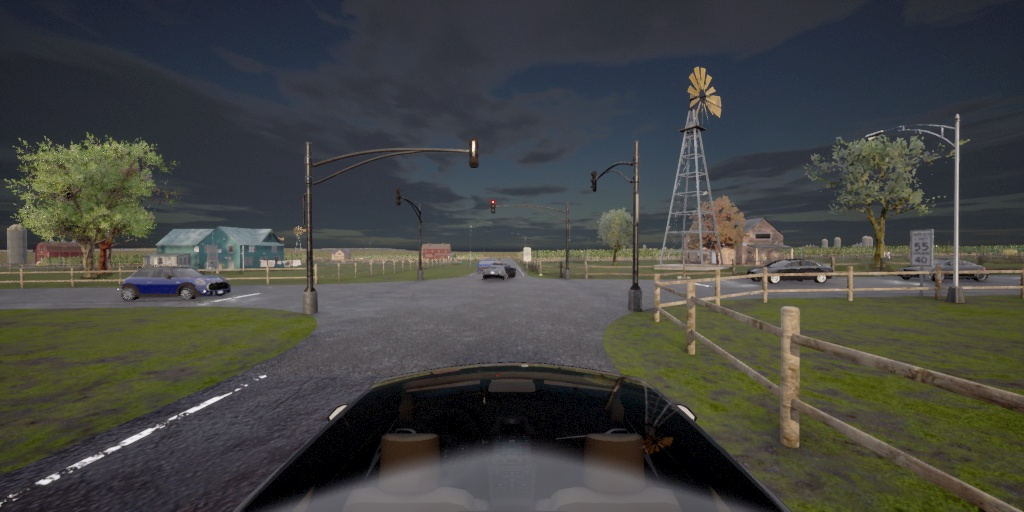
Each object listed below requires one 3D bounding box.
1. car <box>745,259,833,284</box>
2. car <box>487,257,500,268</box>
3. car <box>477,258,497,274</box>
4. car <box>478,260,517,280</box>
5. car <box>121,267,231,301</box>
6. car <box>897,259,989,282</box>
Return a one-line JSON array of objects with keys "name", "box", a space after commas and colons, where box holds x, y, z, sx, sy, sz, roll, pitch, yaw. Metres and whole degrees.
[{"name": "car", "box": [17.684, 0.957, 22.984, 4.892, 1.490, 1.837, -1, 1, 0]}, {"name": "car", "box": [-3.170, 1.099, 61.920, 2.097, 1.767, 4.553, 0, 0, 0]}, {"name": "car", "box": [-3.051, 1.222, 41.982, 1.882, 1.535, 5.008, 0, 0, -1]}, {"name": "car", "box": [-0.982, 1.308, 30.785, 1.994, 1.385, 4.181, 0, 0, 17]}, {"name": "car", "box": [-17.724, 1.353, 19.060, 4.553, 1.767, 2.097, -1, 1, 1]}, {"name": "car", "box": [27.542, 0.885, 23.028, 4.181, 1.385, 1.994, -1, 1, 0]}]
